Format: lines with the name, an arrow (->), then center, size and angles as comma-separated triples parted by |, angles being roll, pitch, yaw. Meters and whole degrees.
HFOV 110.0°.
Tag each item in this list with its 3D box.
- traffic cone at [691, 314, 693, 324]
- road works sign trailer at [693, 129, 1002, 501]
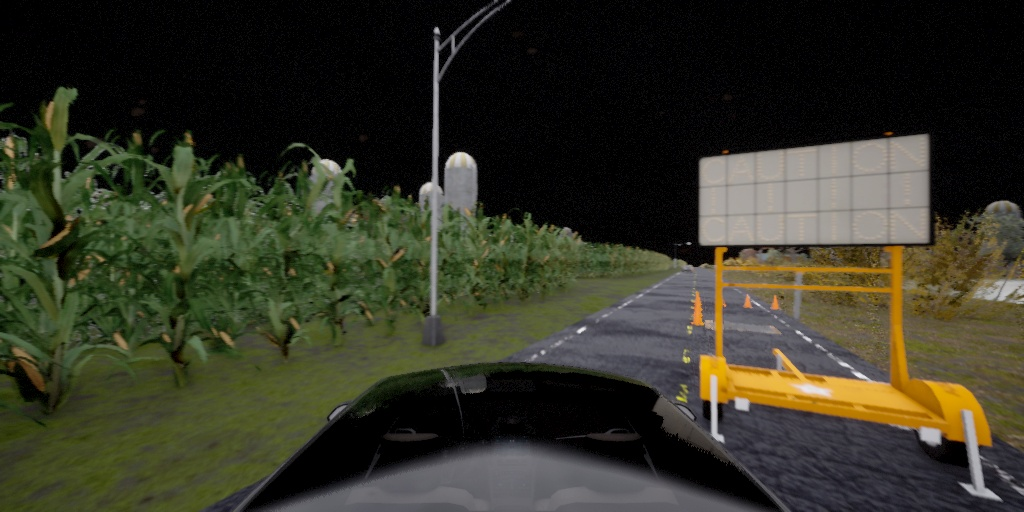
traffic cone -> 5.956, 1.882, 11.533 | 0.340, 0.580, 0.340 | 0, 0, 27
road works sign trailer -> 3.787, 0.287, 4.776 | 2.380, 3.560, 2.880 | 0, 0, 27
